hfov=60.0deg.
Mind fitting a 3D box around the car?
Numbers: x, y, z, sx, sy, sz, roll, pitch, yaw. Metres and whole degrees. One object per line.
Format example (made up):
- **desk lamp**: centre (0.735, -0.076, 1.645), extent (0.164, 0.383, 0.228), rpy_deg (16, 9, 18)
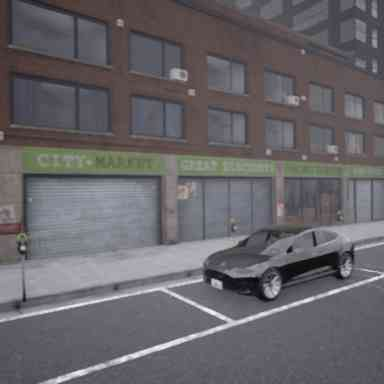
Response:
- **car**: centre (2.283, 1.520, 8.169), extent (4.313, 1.339, 1.947), rpy_deg (0, 0, -35)
